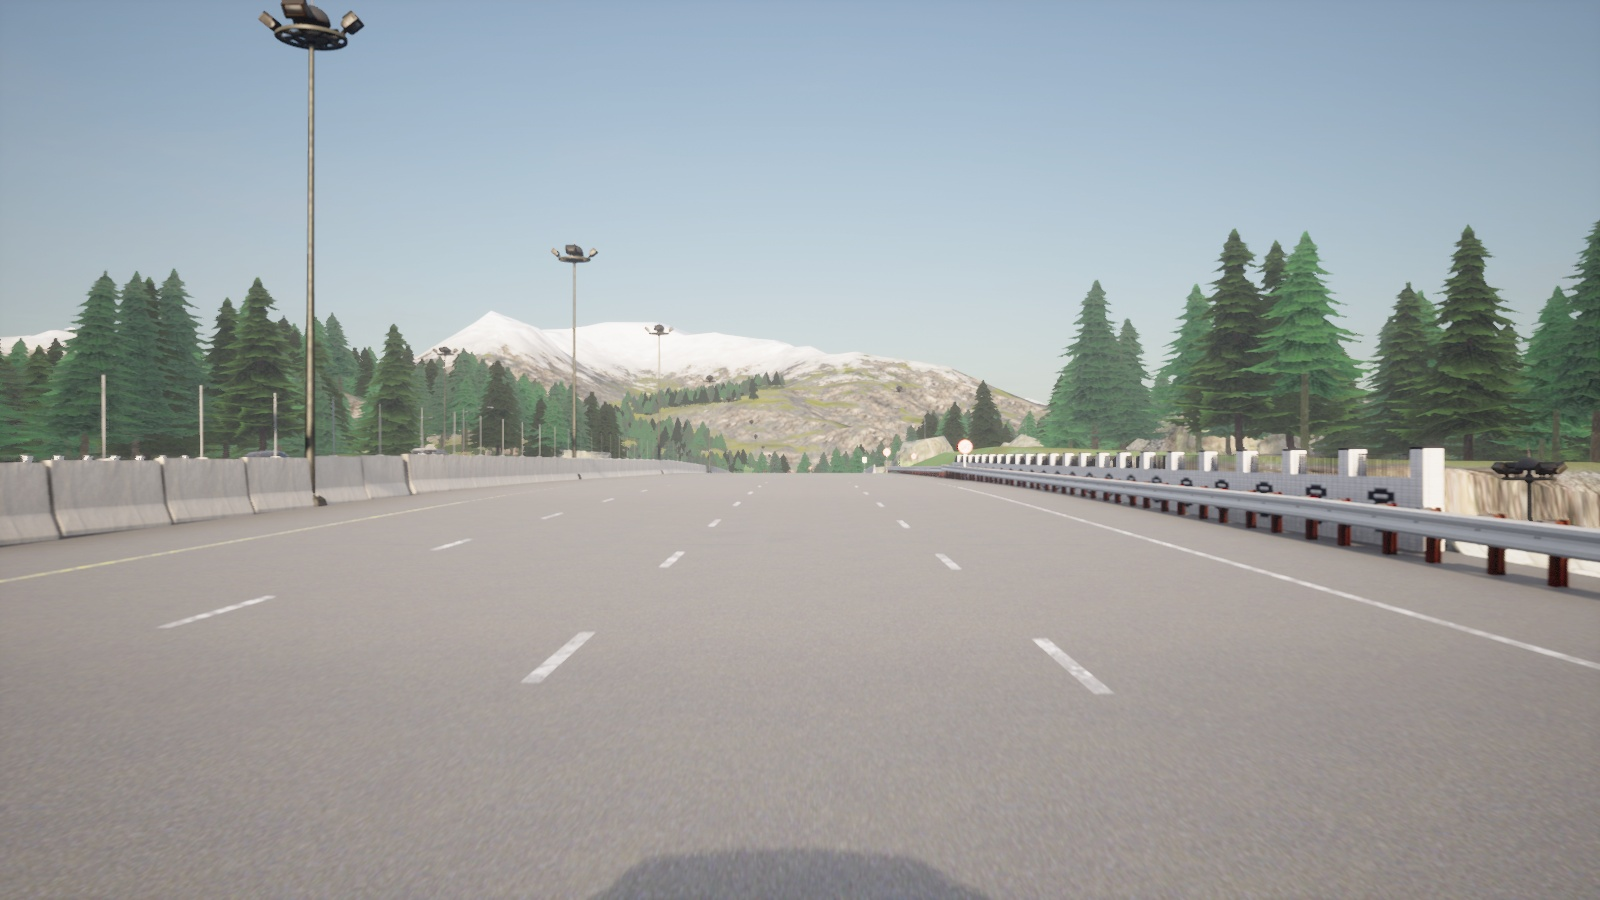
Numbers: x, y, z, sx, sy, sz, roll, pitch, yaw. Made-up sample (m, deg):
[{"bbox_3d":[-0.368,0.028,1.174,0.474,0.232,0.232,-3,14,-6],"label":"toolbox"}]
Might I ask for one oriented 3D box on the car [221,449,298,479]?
[{"bbox_3d":[-27.605,0.734,64.330,1.837,1.490,4.892,0,-1,0],"label":"car"}]
